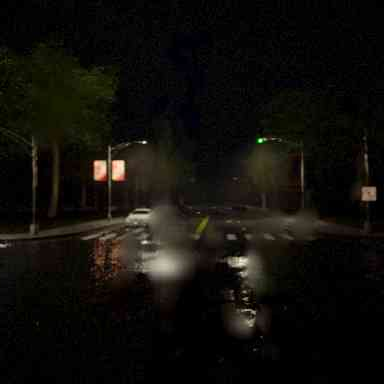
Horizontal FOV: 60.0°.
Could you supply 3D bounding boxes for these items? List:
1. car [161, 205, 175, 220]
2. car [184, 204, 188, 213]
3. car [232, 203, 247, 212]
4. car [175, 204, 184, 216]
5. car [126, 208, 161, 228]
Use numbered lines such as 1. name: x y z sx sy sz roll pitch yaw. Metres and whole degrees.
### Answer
1. car: -3.390 2.400 36.730 1.895 1.301 4.718 -1 -1 5
2. car: -1.739 2.798 56.402 2.033 1.411 5.357 -1 -1 5
3. car: 8.209 2.645 56.507 1.882 1.535 5.008 -1 -1 5
4. car: -2.646 2.530 45.791 1.812 1.442 4.674 -1 -1 5
5. car: -4.132 2.137 27.753 1.812 1.442 4.674 -1 -1 5
